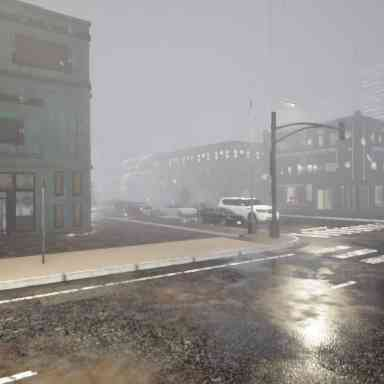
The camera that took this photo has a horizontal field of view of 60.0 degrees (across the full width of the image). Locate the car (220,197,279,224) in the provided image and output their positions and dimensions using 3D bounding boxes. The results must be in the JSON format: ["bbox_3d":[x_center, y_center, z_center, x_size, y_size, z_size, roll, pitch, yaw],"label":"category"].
[{"bbox_3d":[4.336,1.443,26.784,2.150,2.045,5.566,-1,0,-35],"label":"car"}]

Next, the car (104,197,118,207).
[{"bbox_3d":[-14.488,1.939,64.313,2.192,1.841,5.009,-1,0,-35],"label":"car"}]

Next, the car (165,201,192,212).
[{"bbox_3d":[-1.925,1.965,46.078,1.802,1.307,4.206,-1,0,-35],"label":"car"}]

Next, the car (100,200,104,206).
[{"bbox_3d":[-17.622,2.227,68.872,1.887,1.381,4.507,-1,0,-35],"label":"car"}]

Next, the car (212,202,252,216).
[{"bbox_3d":[4.352,1.809,36.960,2.008,1.369,4.403,-2,0,-35],"label":"car"}]

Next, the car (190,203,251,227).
[{"bbox_3d":[2.082,1.814,25.267,1.947,1.339,4.313,-1,0,-35],"label":"car"}]

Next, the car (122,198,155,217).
[{"bbox_3d":[-5.691,1.846,36.764,1.967,1.590,4.097,-1,0,-35],"label":"car"}]

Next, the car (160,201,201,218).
[{"bbox_3d":[-1.432,1.938,35.169,1.895,1.301,4.718,-1,0,-35],"label":"car"}]

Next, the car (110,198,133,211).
[{"bbox_3d":[-9.270,1.970,46.590,1.882,1.535,5.008,-1,0,-34],"label":"car"}]

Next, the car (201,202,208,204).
[{"bbox_3d":[1.214,1.903,41.519,1.802,1.307,4.206,-1,0,-35],"label":"car"}]
